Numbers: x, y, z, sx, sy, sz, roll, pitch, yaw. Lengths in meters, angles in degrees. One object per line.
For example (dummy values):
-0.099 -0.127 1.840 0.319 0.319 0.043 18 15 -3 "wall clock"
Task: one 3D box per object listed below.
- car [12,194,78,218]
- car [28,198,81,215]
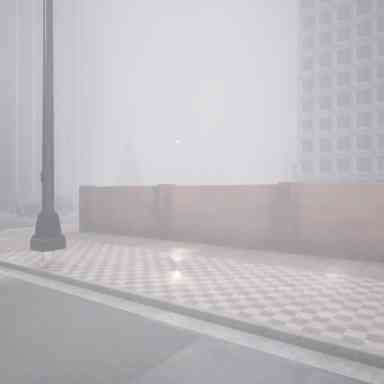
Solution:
-13.746 1.230 31.133 2.150 2.045 5.566 0 0 35 "car"
-14.705 1.487 35.853 1.882 1.535 5.008 0 0 35 "car"
